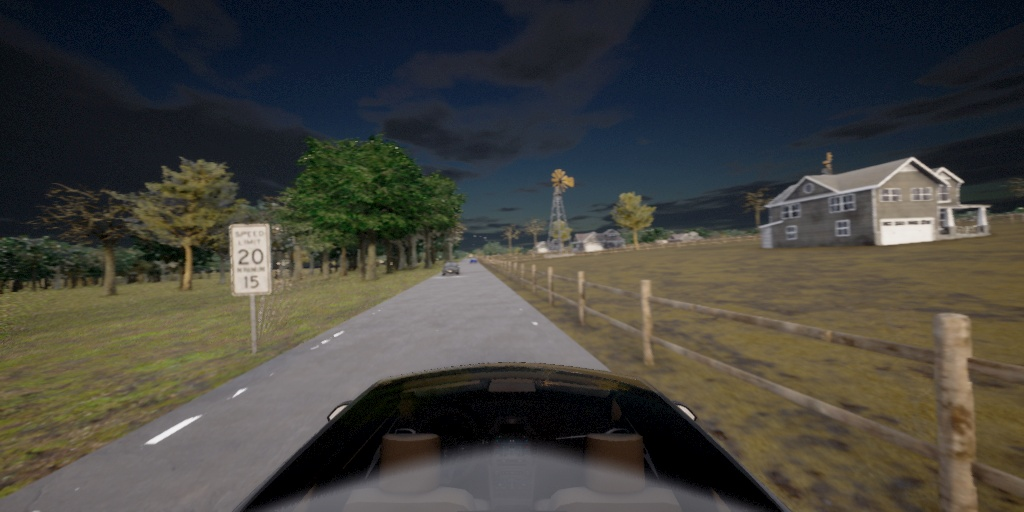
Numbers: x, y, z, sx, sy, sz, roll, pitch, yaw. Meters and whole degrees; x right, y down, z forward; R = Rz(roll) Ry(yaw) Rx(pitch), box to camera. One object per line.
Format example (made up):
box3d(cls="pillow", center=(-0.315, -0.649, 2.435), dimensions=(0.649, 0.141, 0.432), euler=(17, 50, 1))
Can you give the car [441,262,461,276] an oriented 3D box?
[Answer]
box3d(cls="car", center=(-6.940, 1.433, 41.172), dimensions=(1.837, 1.490, 4.892), euler=(-2, 0, -6))
